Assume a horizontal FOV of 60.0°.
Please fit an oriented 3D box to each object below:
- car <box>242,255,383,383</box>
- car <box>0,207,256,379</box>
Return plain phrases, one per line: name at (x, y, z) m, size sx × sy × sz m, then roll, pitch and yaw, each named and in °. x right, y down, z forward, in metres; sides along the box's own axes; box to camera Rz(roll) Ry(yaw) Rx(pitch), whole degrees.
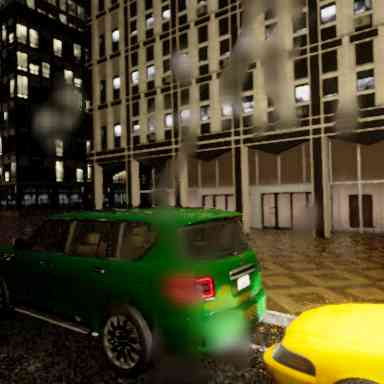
car at (3.238, 1.436, 2.449) m, size 5.366 × 1.575 × 1.801 m, roll -1°, pitch -1°, yaw 35°
car at (-1.520, 1.294, 5.842) m, size 5.566 × 2.045 × 2.150 m, roll -1°, pitch -1°, yaw 35°
